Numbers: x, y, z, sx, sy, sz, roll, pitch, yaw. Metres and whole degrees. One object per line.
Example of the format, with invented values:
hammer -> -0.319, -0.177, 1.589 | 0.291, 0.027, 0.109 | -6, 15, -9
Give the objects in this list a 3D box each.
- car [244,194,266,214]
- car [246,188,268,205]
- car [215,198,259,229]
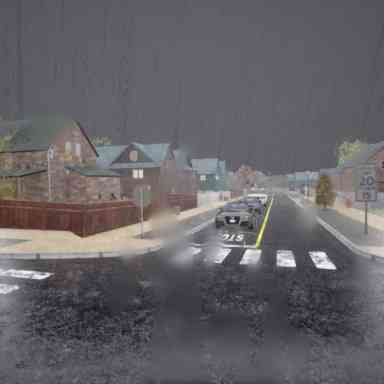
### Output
car -> 5.016, 1.118, 28.603 | 1.994, 1.385, 4.181 | -1, 1, 14
car -> 7.656, 0.604, 38.917 | 2.150, 2.045, 5.566 | -1, 1, 15
car -> 2.555, 1.275, 18.970 | 1.994, 1.385, 4.181 | -1, 1, 14
